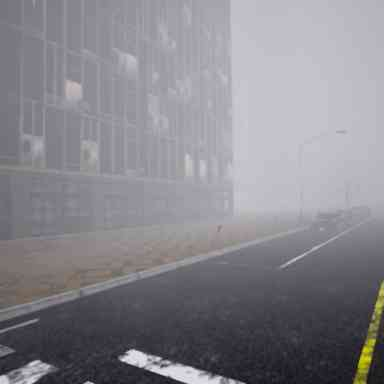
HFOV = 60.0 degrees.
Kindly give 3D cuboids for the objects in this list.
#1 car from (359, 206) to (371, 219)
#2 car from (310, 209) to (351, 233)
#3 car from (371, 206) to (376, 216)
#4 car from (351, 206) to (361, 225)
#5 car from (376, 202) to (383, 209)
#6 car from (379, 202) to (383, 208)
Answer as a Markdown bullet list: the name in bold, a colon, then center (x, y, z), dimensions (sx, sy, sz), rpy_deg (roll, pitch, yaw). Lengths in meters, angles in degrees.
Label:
- **car**: center (18.836, 2.349, 37.723), dimensions (1.802, 1.307, 4.206), rpy_deg (-1, -2, 33)
- **car**: center (9.642, 2.064, 23.512), dimensions (1.947, 1.339, 4.313), rpy_deg (-1, -2, 33)
- **car**: center (21.901, 2.400, 42.460), dimensions (1.887, 1.381, 4.507), rpy_deg (-1, -2, 33)
- **car**: center (12.706, 2.139, 28.249), dimensions (2.008, 1.369, 4.403), rpy_deg (-1, -2, 33)
- **car**: center (40.289, 2.824, 70.886), dimensions (1.967, 1.590, 4.097), rpy_deg (-1, -2, 33)
- **car**: center (46.419, 3.108, 80.358), dimensions (2.008, 1.369, 4.403), rpy_deg (-1, -2, 33)
